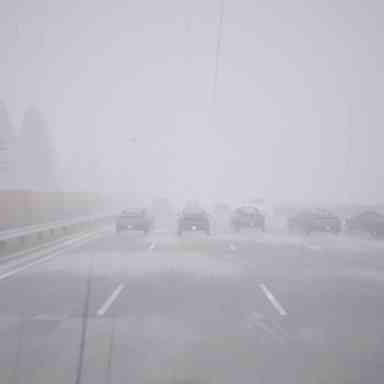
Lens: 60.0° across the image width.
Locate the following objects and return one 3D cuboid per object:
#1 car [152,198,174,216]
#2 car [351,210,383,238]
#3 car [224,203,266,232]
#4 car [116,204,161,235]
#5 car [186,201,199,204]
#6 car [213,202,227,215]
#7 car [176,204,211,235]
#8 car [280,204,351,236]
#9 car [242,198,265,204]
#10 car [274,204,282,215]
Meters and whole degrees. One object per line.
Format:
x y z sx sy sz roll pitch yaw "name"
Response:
-3.401 1.661 38.546 2.150 2.045 5.566 0 0 0 "car"
10.587 1.743 19.062 1.812 1.442 4.674 0 -1 0 "car"
3.599 1.746 22.242 2.128 1.511 4.902 0 -1 0 "car"
-3.401 1.727 20.599 2.128 1.511 4.902 0 -1 0 "car"
0.098 1.792 38.866 2.097 1.767 4.553 0 -1 0 "car"
3.600 1.942 40.964 1.882 1.535 5.008 0 0 0 "car"
0.098 1.739 20.541 1.837 1.490 4.892 0 -1 0 "car"
7.099 1.718 19.772 2.128 1.511 4.902 0 -1 0 "car"
7.098 1.661 38.563 2.150 2.045 5.566 0 0 0 "car"
10.600 2.027 37.518 1.895 1.301 4.718 0 -1 0 "car"
